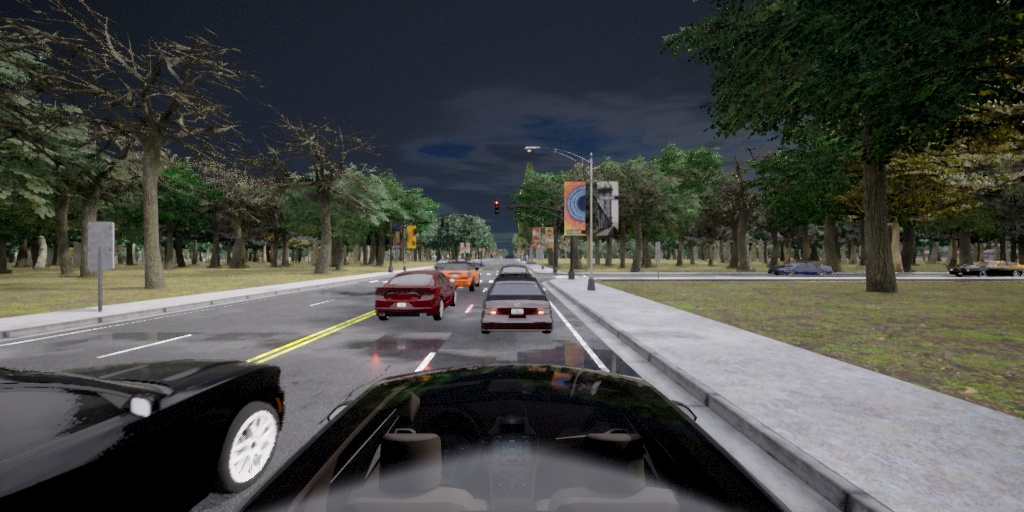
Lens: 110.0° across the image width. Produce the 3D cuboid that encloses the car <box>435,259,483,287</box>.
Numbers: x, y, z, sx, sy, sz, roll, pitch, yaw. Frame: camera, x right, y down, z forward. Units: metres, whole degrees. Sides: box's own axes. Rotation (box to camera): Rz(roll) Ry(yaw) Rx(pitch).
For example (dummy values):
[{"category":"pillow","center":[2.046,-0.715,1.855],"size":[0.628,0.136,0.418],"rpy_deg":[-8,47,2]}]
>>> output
[{"category":"car","center":[-3.132,1.109,21.786],"size":[2.097,1.767,4.553],"rpy_deg":[0,0,0]}]

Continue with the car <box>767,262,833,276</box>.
[{"category":"car","center":[28.398,1.274,35.388],"size":[5.357,1.411,2.033],"rpy_deg":[0,0,0]}]

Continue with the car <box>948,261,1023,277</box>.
[{"category":"car","center":[42.859,1.321,32.459],"size":[4.718,1.301,1.895],"rpy_deg":[0,0,1]}]

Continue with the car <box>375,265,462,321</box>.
[{"category":"car","center":[-3.138,1.230,12.568],"size":[1.882,1.535,5.008],"rpy_deg":[0,0,-1]}]

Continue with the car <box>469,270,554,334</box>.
[{"category":"car","center":[0.102,1.299,10.587],"size":[2.033,1.411,5.357],"rpy_deg":[0,0,0]}]

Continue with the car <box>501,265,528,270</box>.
[{"category":"car","center":[0.105,1.233,20.413],"size":[1.882,1.535,5.008],"rpy_deg":[0,0,-1]}]

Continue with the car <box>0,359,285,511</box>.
[{"category":"car","center":[-3.153,1.228,1.498],"size":[1.882,1.535,5.008],"rpy_deg":[0,0,0]}]

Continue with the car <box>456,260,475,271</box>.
[{"category":"car","center":[-6.547,1.345,50.872],"size":[1.994,1.385,4.181],"rpy_deg":[0,0,1]}]
